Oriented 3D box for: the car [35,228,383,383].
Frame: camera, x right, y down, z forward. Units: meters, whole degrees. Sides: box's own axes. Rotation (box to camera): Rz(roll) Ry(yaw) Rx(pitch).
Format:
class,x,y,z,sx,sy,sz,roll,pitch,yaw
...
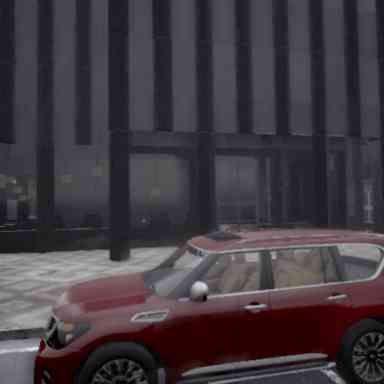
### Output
class,x,y,z,sx,sy,sz,roll,pitch,yaw
car,0.643,1.494,4.631,5.009,1.841,2.192,-1,-2,-11
